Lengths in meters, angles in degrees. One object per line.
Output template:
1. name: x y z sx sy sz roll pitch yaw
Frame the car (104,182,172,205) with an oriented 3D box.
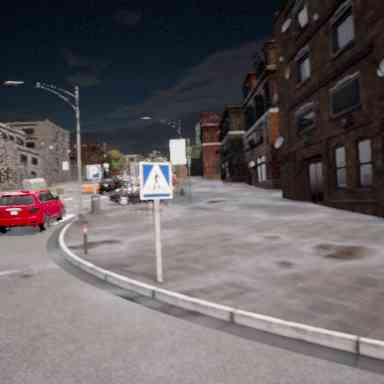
1. car: -4.597 0.208 28.250 4.892 1.521 2.231 -3 5 -21

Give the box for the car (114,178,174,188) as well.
1. car: -4.958 -0.256 34.247 5.366 1.575 1.946 -3 5 -21

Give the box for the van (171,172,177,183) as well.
1. van: -5.477 -2.369 58.627 4.442 1.987 1.878 -3 5 -21

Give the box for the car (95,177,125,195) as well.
1. car: -9.911 -0.831 40.746 2.150 2.045 5.566 -2 5 -2

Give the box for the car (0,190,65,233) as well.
1. car: -8.754 0.895 18.397 2.150 2.045 5.566 -2 5 -8

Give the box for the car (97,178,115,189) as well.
1. car: -13.652 -1.361 53.190 1.812 1.442 4.674 -2 5 -2

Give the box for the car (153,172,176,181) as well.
1. car: -6.050 -3.434 73.780 4.553 1.767 2.185 -3 5 -22

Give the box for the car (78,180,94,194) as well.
1. car: -13.205 -0.762 43.123 2.097 1.767 4.553 -2 4 -3

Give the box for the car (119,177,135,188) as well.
1. car: -10.420 -1.526 53.701 1.812 1.442 4.674 -2 5 -2

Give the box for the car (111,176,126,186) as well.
1. car: -13.979 -2.154 63.219 1.837 1.490 4.892 -2 5 -2

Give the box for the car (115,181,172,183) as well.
1. car: -4.684 0.012 31.285 4.674 1.452 2.002 -3 5 -21

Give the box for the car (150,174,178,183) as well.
1. car: -5.701 -2.854 67.778 5.366 1.575 1.946 -3 5 -22

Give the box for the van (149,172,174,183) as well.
1. van: -5.887 -2.825 64.603 4.442 1.987 1.878 -3 5 -21

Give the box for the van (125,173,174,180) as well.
1. van: -4.783 -0.728 37.380 4.442 1.987 1.878 -3 5 -22
